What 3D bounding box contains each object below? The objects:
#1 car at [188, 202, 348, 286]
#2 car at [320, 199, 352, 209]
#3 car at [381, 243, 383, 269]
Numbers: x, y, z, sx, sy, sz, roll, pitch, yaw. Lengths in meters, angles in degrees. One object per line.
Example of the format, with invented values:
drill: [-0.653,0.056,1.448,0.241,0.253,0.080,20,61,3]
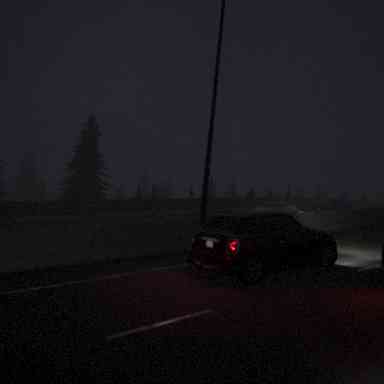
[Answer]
car: [2.172,1.329,9.598,4.553,1.767,2.097,0,0,-36]
car: [15.390,1.441,36.472,5.357,1.411,2.033,0,0,-35]
car: [6.778,1.459,8.585,4.902,1.511,2.128,0,0,-36]
